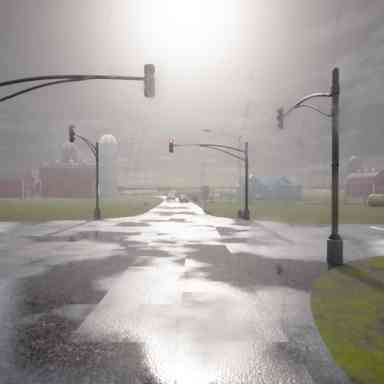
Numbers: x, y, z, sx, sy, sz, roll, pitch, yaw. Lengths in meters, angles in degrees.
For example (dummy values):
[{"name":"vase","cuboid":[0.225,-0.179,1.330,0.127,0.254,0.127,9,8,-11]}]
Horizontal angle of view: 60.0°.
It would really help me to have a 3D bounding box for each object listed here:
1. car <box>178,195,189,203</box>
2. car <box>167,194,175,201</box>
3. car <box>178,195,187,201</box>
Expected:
[{"name":"car","cuboid":[-1.690,1.624,69.889,1.895,1.301,4.718,0,0,-3]},{"name":"car","cuboid":[-4.676,1.182,73.890,1.812,1.442,4.674,0,0,-3]},{"name":"car","cuboid":[-2.297,1.463,79.874,1.837,1.490,4.892,0,0,-4]}]
